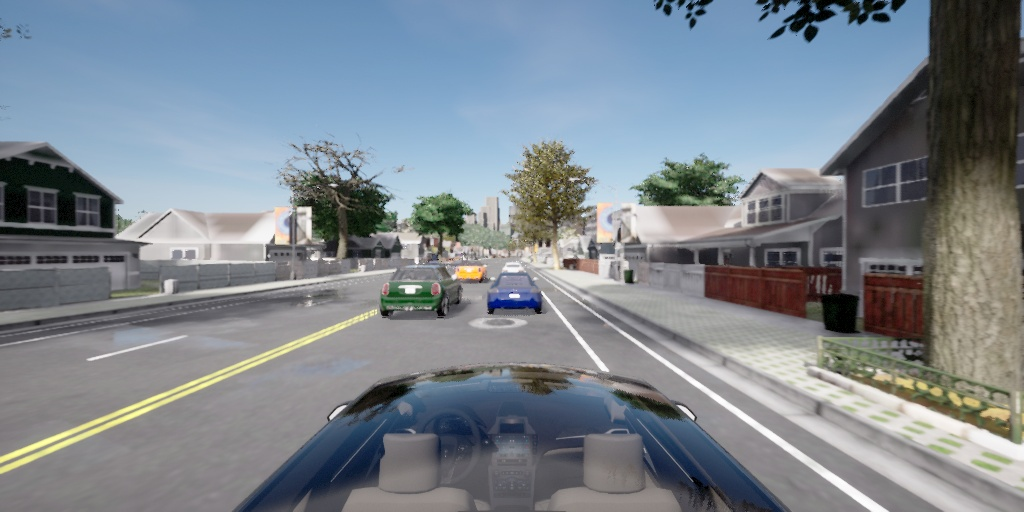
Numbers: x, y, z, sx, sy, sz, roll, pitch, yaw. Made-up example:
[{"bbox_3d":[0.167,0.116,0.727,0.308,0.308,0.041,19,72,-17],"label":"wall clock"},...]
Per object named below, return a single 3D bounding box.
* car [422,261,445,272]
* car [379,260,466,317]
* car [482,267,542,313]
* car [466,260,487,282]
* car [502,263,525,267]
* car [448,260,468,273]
[{"bbox_3d":[-9.815,1.289,45.221,1.994,1.385,4.181,0,0,0],"label":"car"},{"bbox_3d":[-3.160,1.096,13.279,2.097,1.767,4.553,0,0,0],"label":"car"},{"bbox_3d":[0.092,1.307,14.020,1.994,1.385,4.181,0,0,0],"label":"car"},{"bbox_3d":[-3.154,1.087,28.404,2.097,1.767,4.553,0,0,0],"label":"car"},{"bbox_3d":[0.106,1.259,29.626,1.812,1.442,4.674,0,0,0],"label":"car"},{"bbox_3d":[-6.569,1.251,44.032,1.812,1.442,4.674,0,0,0],"label":"car"}]
